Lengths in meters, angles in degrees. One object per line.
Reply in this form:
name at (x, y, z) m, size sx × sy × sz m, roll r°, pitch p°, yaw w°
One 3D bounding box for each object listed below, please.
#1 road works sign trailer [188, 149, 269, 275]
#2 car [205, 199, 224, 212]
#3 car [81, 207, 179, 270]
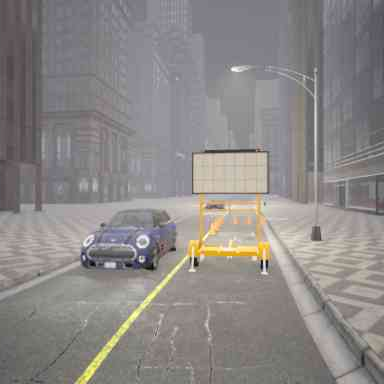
road works sign trailer at (1.215, 0.459, 10.613) m, size 2.380 × 3.560 × 2.880 m, roll 0°, pitch 0°, yaw 9°
car at (2.588, 1.510, 37.464) m, size 1.994 × 1.385 × 4.181 m, roll 0°, pitch 0°, yaw 9°
car at (-1.834, 1.349, 11.057) m, size 2.097 × 1.767 × 4.553 m, roll 0°, pitch 0°, yaw 9°
